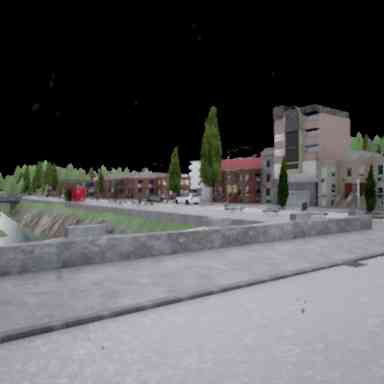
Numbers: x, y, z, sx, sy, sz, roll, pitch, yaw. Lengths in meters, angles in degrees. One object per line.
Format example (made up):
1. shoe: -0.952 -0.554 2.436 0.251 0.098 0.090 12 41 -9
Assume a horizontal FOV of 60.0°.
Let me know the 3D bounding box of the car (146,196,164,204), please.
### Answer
1. car: -7.432 1.519 66.809 2.128 1.511 4.902 0 0 -35

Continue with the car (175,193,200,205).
1. car: -0.826 1.250 57.616 2.150 2.045 5.566 0 0 -35
